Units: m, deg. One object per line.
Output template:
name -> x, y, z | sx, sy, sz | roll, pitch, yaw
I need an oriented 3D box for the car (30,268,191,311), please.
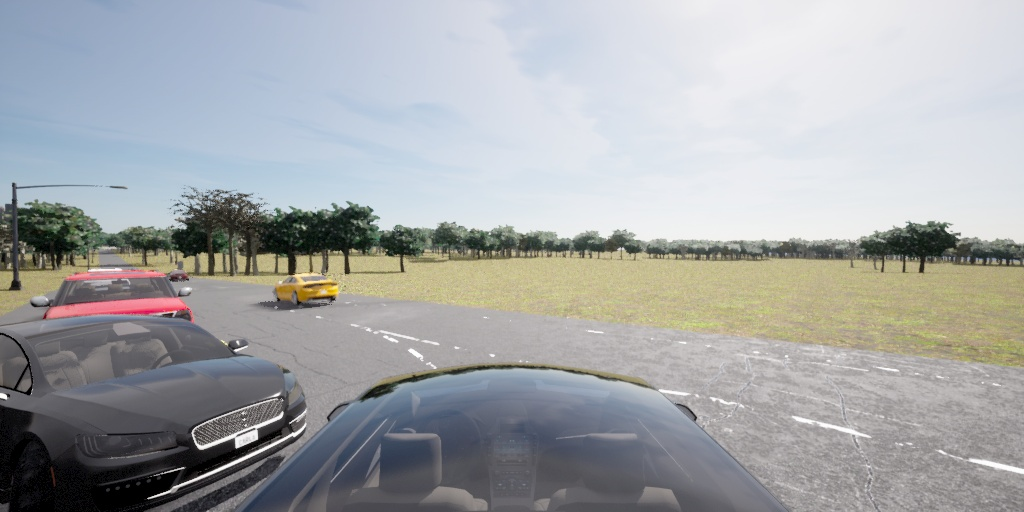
car -> -9.463, 1.384, 8.636 | 5.566, 2.045, 2.150 | -2, 0, 41

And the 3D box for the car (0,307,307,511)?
car -> -4.557, 1.445, 3.985 | 4.892, 1.490, 1.837 | -3, -3, 21

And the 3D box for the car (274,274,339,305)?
car -> -11.259, 1.715, 19.462 | 5.008, 1.535, 1.882 | -2, 0, 41
